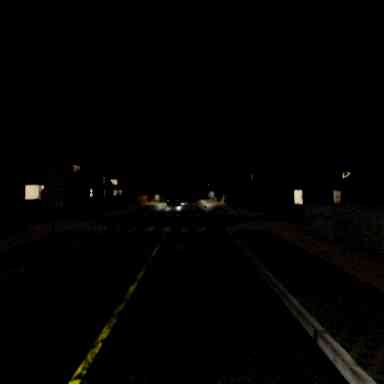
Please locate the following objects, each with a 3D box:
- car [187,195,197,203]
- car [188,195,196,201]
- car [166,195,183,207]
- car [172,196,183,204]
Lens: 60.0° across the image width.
[{"bbox_3d":[-0.003,1.477,69.341,1.882,1.535,5.008,0,0,0],"label":"car"},{"bbox_3d":[-0.003,1.412,79.761,1.812,1.442,4.674,0,0,0],"label":"car"},{"bbox_3d":[-2.814,1.308,51.351,2.097,1.767,4.553,0,0,0],"label":"car"},{"bbox_3d":[-2.761,1.556,66.353,1.994,1.385,4.181,0,0,0],"label":"car"}]
